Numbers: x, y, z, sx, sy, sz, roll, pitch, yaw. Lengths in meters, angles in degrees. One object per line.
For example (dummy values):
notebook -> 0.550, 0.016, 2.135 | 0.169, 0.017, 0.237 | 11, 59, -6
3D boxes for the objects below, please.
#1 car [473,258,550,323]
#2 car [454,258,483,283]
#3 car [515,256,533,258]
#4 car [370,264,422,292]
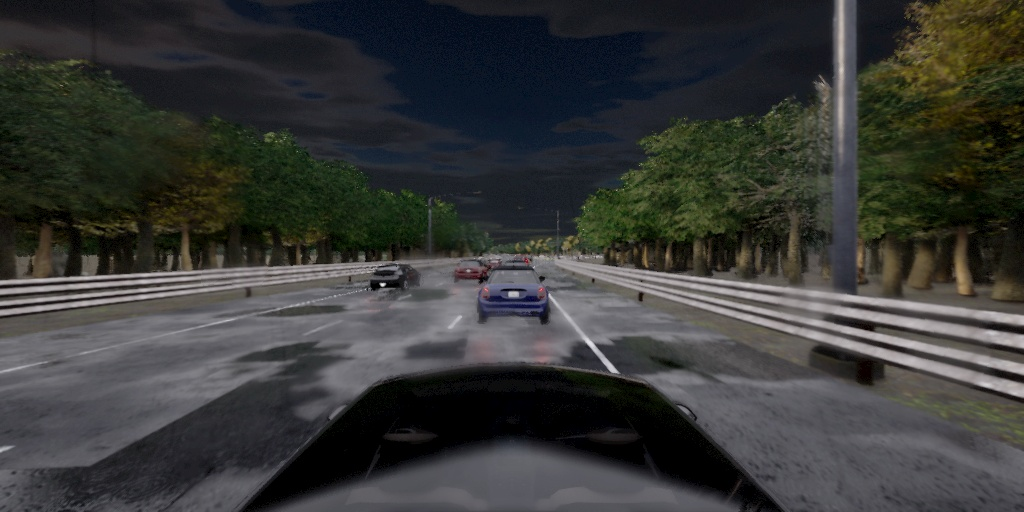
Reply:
car -> 0.070, 1.088, 12.142 | 2.097, 1.767, 4.553 | 0, 0, 1
car -> -3.029, 1.054, 27.470 | 2.097, 1.767, 4.553 | 0, 0, 1
car -> 0.267, 1.067, 23.637 | 2.097, 1.767, 4.553 | 0, 0, 1
car -> -6.696, 1.219, 21.130 | 1.837, 1.490, 4.892 | 0, 0, 1
